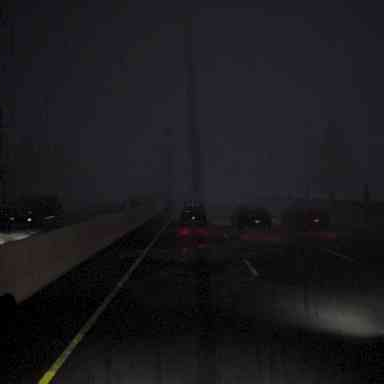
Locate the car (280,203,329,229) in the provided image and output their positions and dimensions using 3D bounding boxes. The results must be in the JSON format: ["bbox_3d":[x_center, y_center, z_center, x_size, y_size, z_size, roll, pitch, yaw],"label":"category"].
[{"bbox_3d":[7.101,1.472,21.446,1.882,1.535,5.008,0,0,0],"label":"car"}]

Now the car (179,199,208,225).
[{"bbox_3d":[0.101,1.485,24.131,2.128,1.511,4.902,0,0,0],"label":"car"}]

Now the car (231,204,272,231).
[{"bbox_3d":[3.602,1.472,20.826,1.882,1.535,5.008,0,0,0],"label":"car"}]
